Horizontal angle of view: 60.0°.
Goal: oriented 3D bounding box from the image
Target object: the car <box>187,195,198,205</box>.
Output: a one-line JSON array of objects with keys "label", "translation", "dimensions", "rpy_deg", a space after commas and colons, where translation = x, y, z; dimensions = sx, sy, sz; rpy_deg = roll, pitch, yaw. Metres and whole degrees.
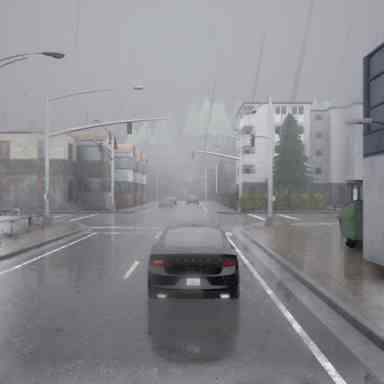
[{"label": "car", "translation": [0.104, 1.352, 60.303], "dimensions": [2.097, 1.767, 4.553], "rpy_deg": [0, 0, 0]}]

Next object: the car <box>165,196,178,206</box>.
[{"label": "car", "translation": [-3.566, 1.477, 57.497], "dimensions": [1.882, 1.535, 5.008], "rpy_deg": [0, 0, 1]}]

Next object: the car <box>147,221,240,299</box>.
[{"label": "car", "translation": [0.050, 1.478, 8.498], "dimensions": [1.882, 1.535, 5.008], "rpy_deg": [0, 0, 1]}]

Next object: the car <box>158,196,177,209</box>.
[{"label": "car", "translation": [-3.580, 1.547, 46.283], "dimensions": [2.033, 1.411, 5.357], "rpy_deg": [0, 0, 0]}]
